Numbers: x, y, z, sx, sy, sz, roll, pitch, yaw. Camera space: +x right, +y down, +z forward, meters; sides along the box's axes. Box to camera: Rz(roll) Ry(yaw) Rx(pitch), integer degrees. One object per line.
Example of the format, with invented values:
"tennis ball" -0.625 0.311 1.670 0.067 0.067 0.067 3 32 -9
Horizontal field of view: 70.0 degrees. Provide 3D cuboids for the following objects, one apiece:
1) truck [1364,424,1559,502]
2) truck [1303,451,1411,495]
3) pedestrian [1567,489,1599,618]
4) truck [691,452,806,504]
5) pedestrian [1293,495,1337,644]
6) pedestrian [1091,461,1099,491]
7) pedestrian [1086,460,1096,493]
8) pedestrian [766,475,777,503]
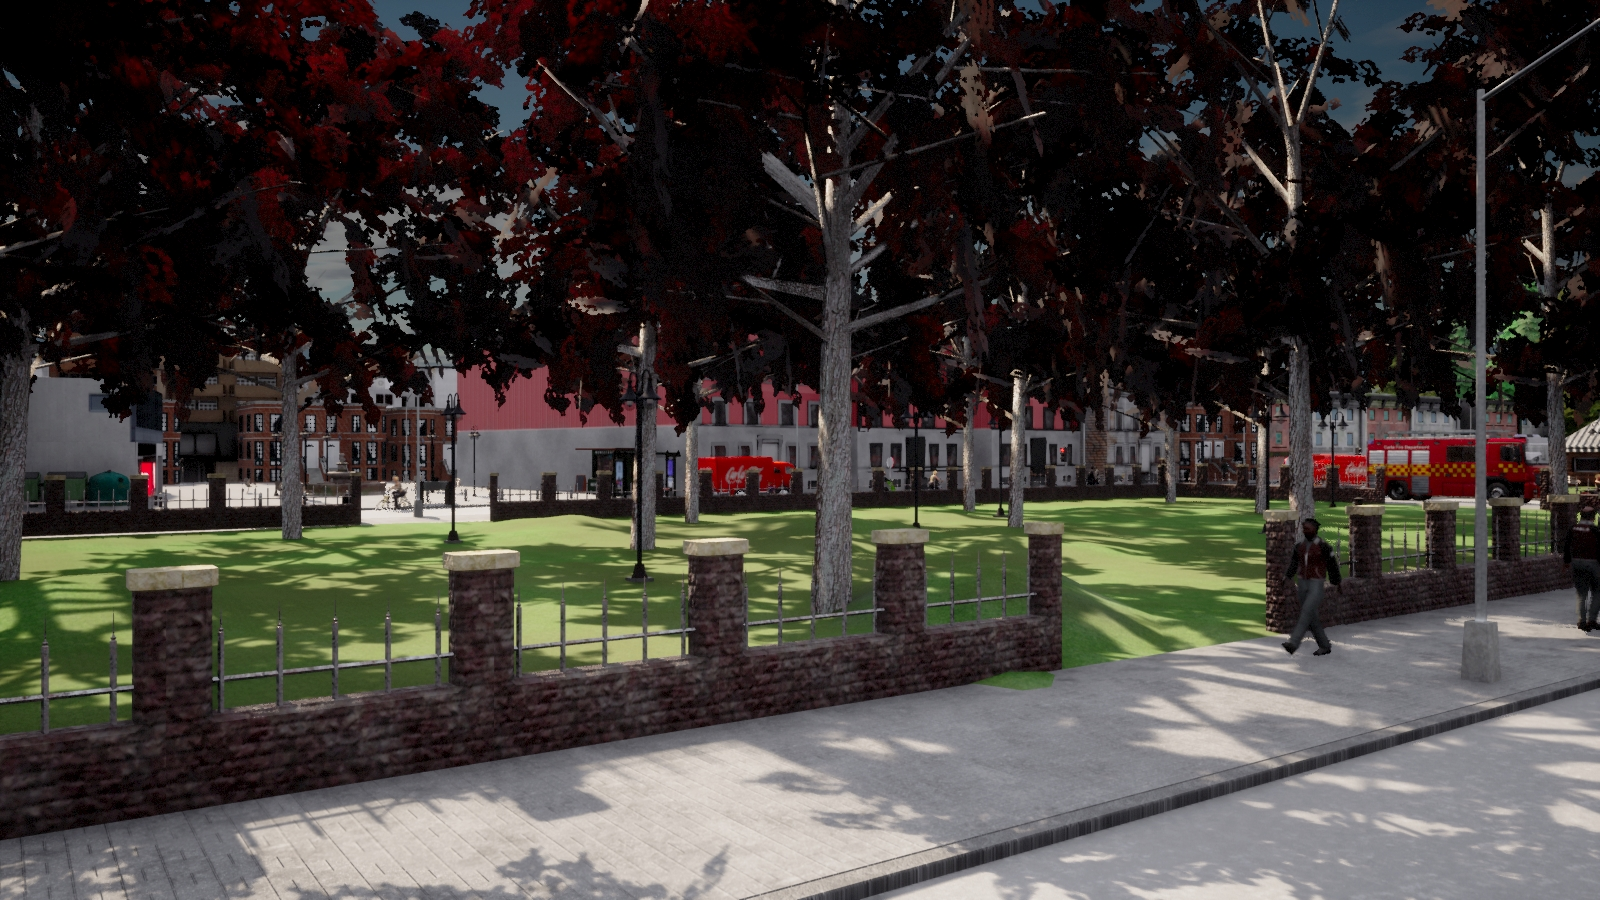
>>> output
"truck" 34.631 0.645 60.204 2.891 3.827 8.468 0 0 -34
"truck" 33.431 1.330 68.753 2.627 2.467 5.204 0 1 -35
"pedestrian" 11.614 1.515 16.848 0.375 1.860 0.375 0 0 -27
"truck" -2.578 1.343 57.894 5.204 2.467 2.627 -1 0 -35
"pedestrian" 6.624 1.519 14.700 0.375 1.860 0.375 0 0 -32
"pedestrian" 18.411 1.606 71.238 0.375 1.860 0.375 0 0 43
"pedestrian" 16.676 1.503 65.479 0.375 1.860 0.375 0 0 -33
"pedestrian" -1.328 1.792 52.892 0.375 1.300 0.375 0 0 -35
